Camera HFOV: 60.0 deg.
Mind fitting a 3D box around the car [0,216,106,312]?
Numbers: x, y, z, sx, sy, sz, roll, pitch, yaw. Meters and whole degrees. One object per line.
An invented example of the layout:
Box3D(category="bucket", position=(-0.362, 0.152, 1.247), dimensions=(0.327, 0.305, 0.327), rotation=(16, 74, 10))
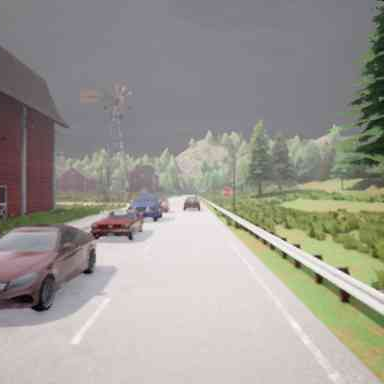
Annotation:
Box3D(category="car", position=(-3.612, 1.522, 7.852), dimensions=(1.812, 1.442, 4.674), rotation=(0, 0, 0))

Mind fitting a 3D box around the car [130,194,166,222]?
Box3D(category="car", position=(-3.632, 1.207, 26.869), dimensions=(2.150, 2.045, 5.566), rotation=(0, 0, 1))

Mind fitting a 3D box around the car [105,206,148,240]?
Box3D(category="car", position=(-3.627, 1.592, 17.013), dimensions=(1.895, 1.301, 4.718), rotation=(0, 0, 0))

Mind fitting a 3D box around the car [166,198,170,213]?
Box3D(category="car", position=(-3.623, 1.332, 36.949), dimensions=(2.097, 1.767, 4.553), rotation=(0, 0, 0))

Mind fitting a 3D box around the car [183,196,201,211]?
Box3D(category="car", position=(-0.006, 1.336, 41.717), dimensions=(2.097, 1.767, 4.553), rotation=(0, 0, 0))
